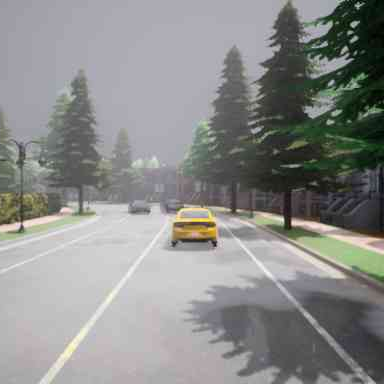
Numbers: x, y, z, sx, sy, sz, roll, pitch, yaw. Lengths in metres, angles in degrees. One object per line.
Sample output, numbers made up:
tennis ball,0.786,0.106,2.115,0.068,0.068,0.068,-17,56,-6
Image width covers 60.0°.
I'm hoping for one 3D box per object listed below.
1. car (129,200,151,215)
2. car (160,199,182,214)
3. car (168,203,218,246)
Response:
car,-5.394,1.522,33.857,2.033,1.411,5.357,0,0,-15
car,-2.201,1.465,35.651,2.128,1.511,4.902,0,0,-16
car,0.100,1.466,15.297,1.882,1.535,5.008,0,0,0
